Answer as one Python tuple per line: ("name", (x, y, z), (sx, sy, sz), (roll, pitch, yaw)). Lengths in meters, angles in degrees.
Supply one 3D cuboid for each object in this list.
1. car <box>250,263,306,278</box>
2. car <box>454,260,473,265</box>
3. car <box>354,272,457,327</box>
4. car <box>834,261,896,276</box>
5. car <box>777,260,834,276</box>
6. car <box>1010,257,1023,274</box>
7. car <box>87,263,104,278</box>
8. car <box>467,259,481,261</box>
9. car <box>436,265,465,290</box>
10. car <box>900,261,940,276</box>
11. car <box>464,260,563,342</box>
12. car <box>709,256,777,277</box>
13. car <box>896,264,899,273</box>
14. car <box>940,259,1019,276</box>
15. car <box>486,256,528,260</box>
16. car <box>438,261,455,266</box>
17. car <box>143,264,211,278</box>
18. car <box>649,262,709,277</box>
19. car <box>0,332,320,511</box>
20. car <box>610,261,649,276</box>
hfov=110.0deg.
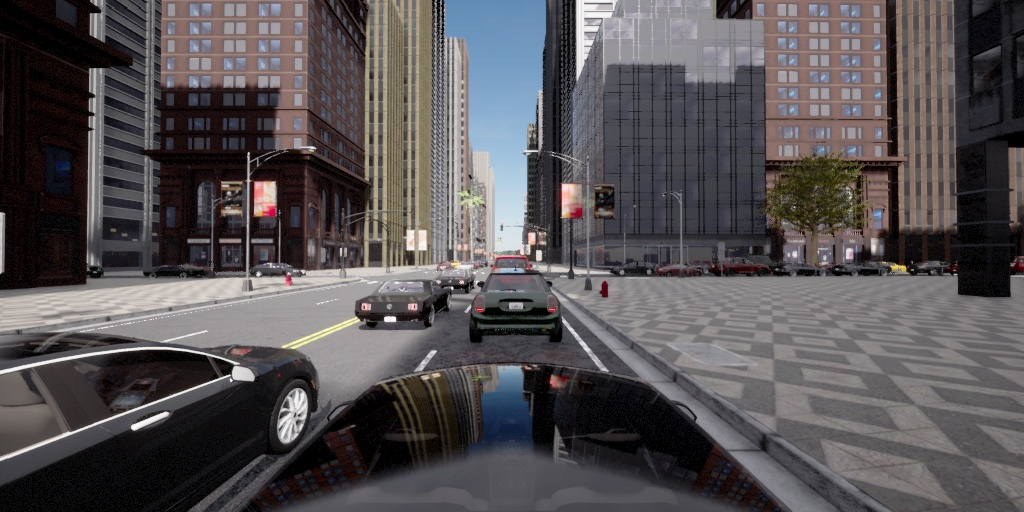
("car", (-22.716, 1.418, 34.870), (4.902, 1.511, 2.128), (0, -1, 0))
("car", (-6.697, 1.569, 51.860), (1.895, 1.301, 4.718), (0, 0, 0))
("car", (-3.167, 1.361, 11.544), (1.895, 1.301, 4.718), (0, 0, 0))
("car", (32.166, 1.260, 33.211), (4.313, 1.339, 1.948), (0, 0, -1))
("car", (26.529, 1.276, 33.112), (4.313, 1.339, 1.948), (0, 0, -1))
("car", (49.080, 0.973, 33.508), (5.009, 1.841, 2.192), (0, 0, -1))
("car", (-43.300, 1.241, 34.855), (5.566, 2.045, 2.150), (0, -1, 0))
("car", (-6.695, 1.633, 61.024), (1.895, 1.301, 4.718), (0, 0, 0))
("car", (-3.189, 1.387, 20.713), (1.895, 1.301, 4.718), (0, 0, 0))
("car", (42.522, 1.228, 36.025), (4.674, 1.442, 1.812), (0, -1, -1))
("car", (0.081, 1.108, 9.897), (2.097, 1.767, 4.553), (0, 0, 0))
("car", (20.892, 1.041, 33.014), (5.009, 1.841, 2.192), (0, 0, -1))
("car", (38.515, 1.274, 39.065), (4.674, 1.442, 1.812), (-1, -1, 0))
("car", (43.442, 1.214, 33.409), (4.507, 1.381, 1.888), (0, 0, -1))
("car", (-0.036, 1.003, 19.417), (2.150, 2.045, 5.566), (0, 0, 0))
("car", (-9.942, 1.503, 53.115), (1.812, 1.442, 4.674), (0, 0, -3))
("car", (-32.663, 1.572, 34.859), (4.718, 1.301, 1.895), (0, -1, 0))
("car", (15.254, 1.327, 32.915), (4.207, 1.307, 1.802), (0, 0, -1))
("car", (-3.151, 1.255, 2.224), (1.837, 1.490, 4.892), (0, 0, 0))
("car", (13.031, 1.326, 38.652), (4.892, 1.490, 1.837), (0, -1, -1))
